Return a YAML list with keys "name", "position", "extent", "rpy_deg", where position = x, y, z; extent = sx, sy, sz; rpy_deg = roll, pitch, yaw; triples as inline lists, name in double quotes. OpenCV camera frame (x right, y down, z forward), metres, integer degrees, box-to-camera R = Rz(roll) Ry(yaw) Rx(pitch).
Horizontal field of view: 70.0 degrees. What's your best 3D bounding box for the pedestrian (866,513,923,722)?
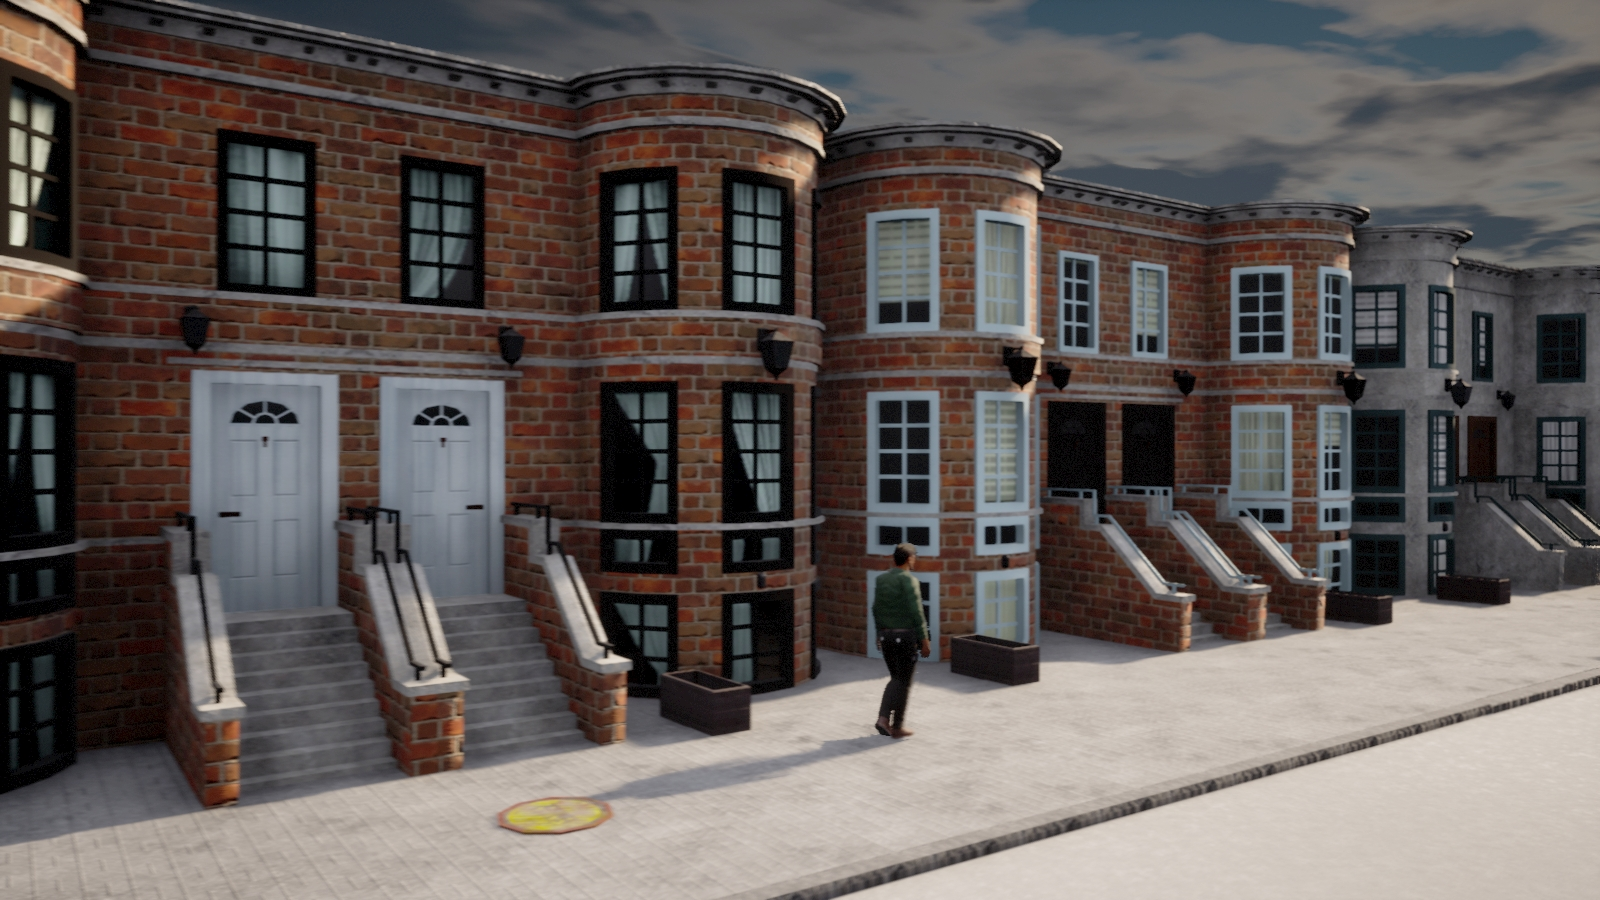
- name: "pedestrian"
  position: [0.874, 1.524, 10.562]
  extent: [0.375, 1.860, 0.375]
  rpy_deg: [0, 0, -44]
